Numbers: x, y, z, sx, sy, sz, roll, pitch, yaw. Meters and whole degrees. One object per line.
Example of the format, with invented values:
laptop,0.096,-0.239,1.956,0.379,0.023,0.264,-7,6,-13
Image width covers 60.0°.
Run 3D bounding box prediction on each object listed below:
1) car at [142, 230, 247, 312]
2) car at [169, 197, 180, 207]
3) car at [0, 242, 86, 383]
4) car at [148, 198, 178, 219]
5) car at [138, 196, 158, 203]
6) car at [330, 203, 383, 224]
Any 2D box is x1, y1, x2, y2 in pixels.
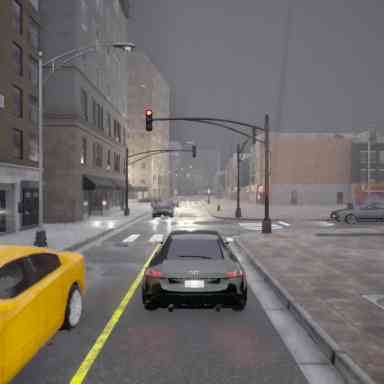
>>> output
car,0.056,1.564,7.781,1.994,1.385,4.181,0,0,0
car,-2.799,1.522,47.746,1.837,1.490,4.892,0,0,0
car,-2.848,1.477,4.040,1.882,1.535,5.008,0,0,0
car,-2.586,1.554,29.521,2.033,1.411,5.357,0,0,-4
car,-8.935,1.596,69.961,4.674,1.442,1.812,0,0,9
car,12.069,1.515,23.583,4.181,1.385,1.994,0,0,0
